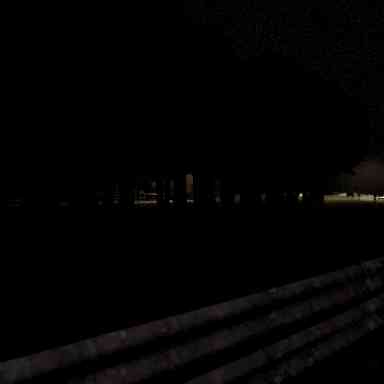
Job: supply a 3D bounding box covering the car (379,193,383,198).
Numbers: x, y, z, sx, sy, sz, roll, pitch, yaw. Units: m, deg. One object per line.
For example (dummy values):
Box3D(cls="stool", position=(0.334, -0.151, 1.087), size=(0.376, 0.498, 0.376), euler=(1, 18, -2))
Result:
Box3D(cls="car", position=(37.550, 0.878, 64.128), size=(2.128, 1.511, 4.902), euler=(0, 1, 18))
